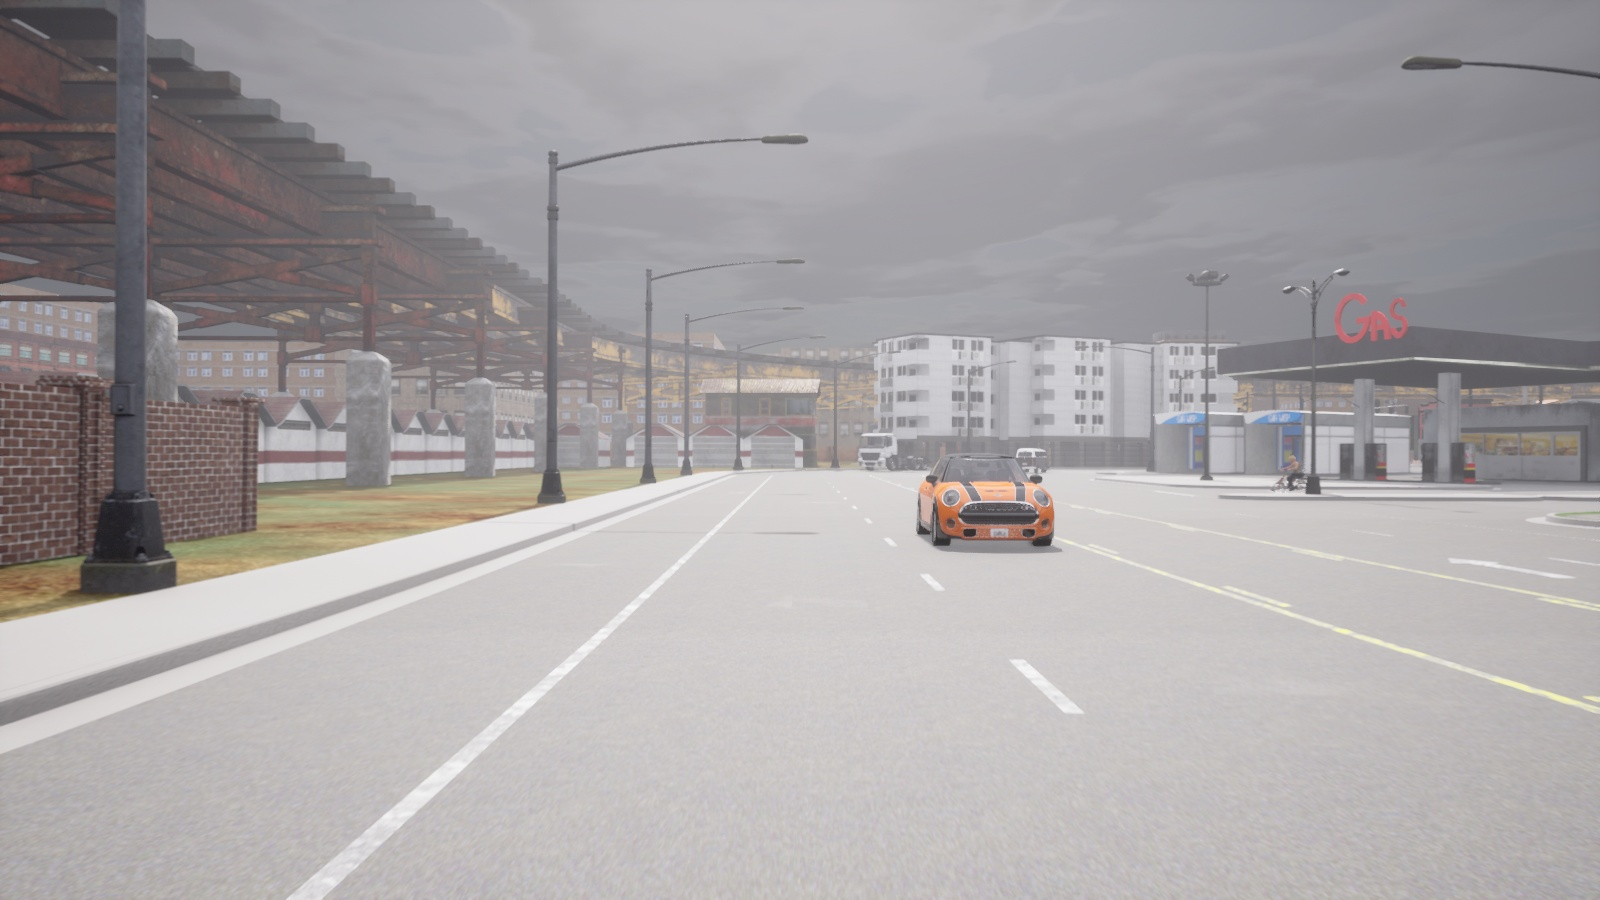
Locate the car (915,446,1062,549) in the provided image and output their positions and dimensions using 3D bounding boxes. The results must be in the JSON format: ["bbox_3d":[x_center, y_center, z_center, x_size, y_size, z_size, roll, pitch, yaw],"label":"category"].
[{"bbox_3d":[3.446,0.820,23.873,2.097,1.767,4.553,0,0,0],"label":"car"}]

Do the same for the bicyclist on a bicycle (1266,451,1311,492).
[{"bbox_3d":[19.830,0.866,51.001,1.509,1.612,0.866,0,0,0],"label":"bicyclist on a bicycle"}]
